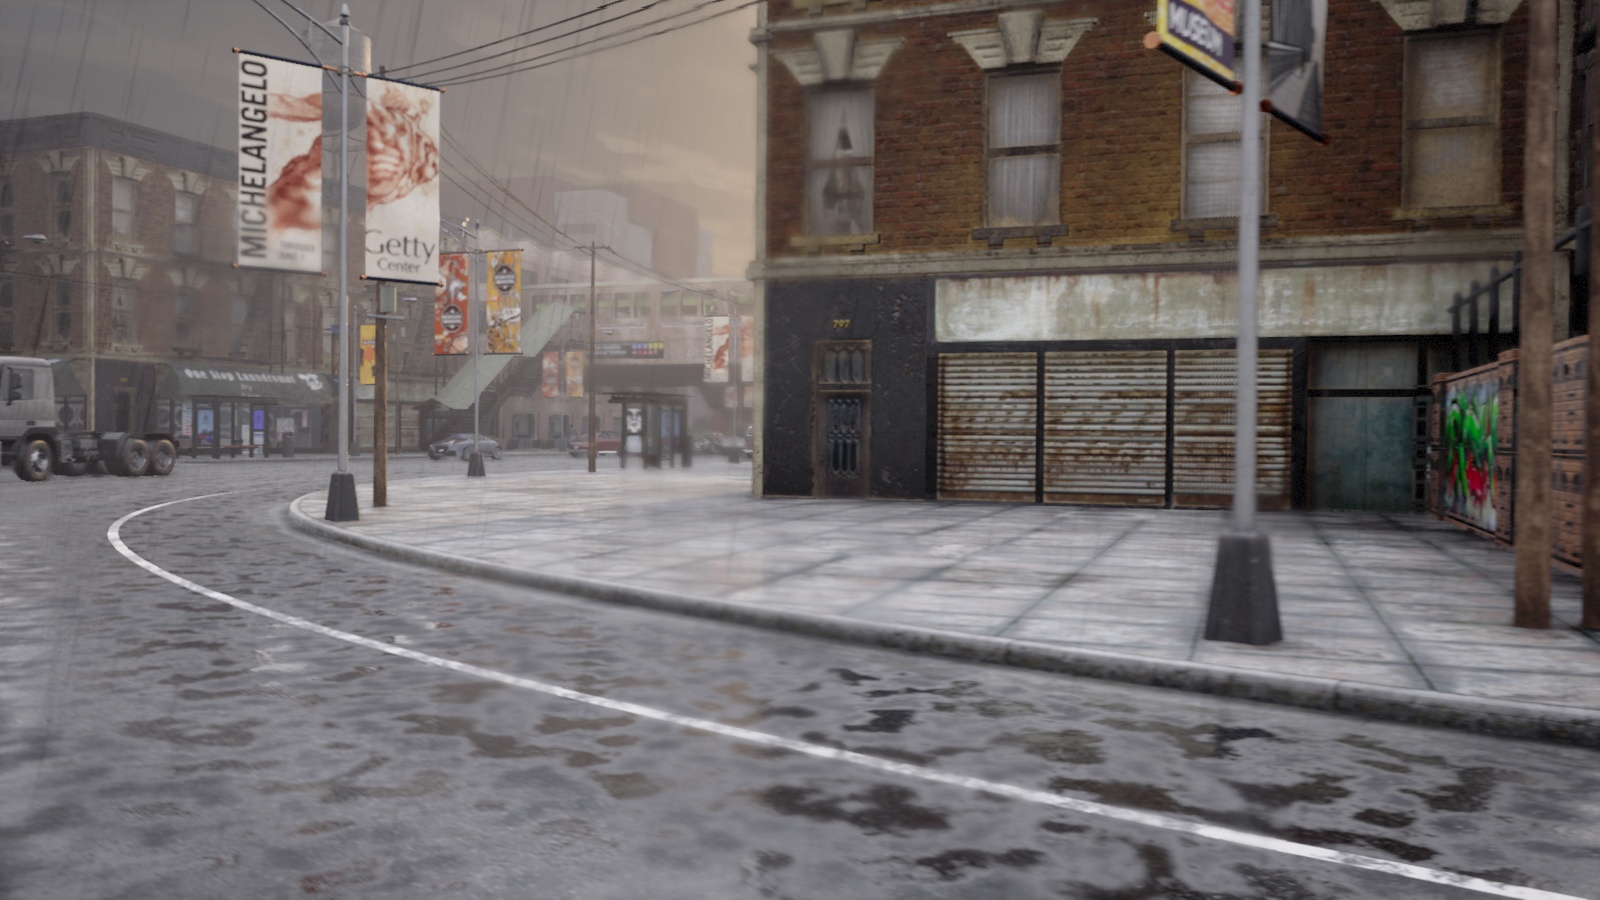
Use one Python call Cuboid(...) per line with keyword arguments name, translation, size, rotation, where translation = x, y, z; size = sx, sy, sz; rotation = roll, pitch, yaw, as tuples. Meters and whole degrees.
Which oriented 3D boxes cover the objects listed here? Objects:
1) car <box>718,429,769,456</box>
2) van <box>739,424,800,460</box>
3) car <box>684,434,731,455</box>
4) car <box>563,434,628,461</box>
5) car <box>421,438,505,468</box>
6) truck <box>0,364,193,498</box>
Cuboid(name="car", translation=(-3.933, -0.557, 87.717), size=(1.932, 1.855, 4.605), rotation=(0, 1, 20))
Cuboid(name="van", translation=(-1.716, -0.482, 73.298), size=(2.069, 2.038, 4.480), rotation=(0, 1, 20))
Cuboid(name="car", translation=(-6.667, -0.420, 90.429), size=(1.970, 1.475, 3.806), rotation=(0, 1, 20))
Cuboid(name="car", translation=(-12.084, -0.153, 74.502), size=(1.789, 1.549, 3.705), rotation=(0, 1, 32))
Cuboid(name="car", translation=(-16.738, 0.126, 62.656), size=(1.994, 1.385, 4.181), rotation=(0, 1, 20))
Cuboid(name="truck", translation=(-21.525, -0.538, 36.414), size=(2.891, 3.462, 7.936), rotation=(0, 1, 10))
